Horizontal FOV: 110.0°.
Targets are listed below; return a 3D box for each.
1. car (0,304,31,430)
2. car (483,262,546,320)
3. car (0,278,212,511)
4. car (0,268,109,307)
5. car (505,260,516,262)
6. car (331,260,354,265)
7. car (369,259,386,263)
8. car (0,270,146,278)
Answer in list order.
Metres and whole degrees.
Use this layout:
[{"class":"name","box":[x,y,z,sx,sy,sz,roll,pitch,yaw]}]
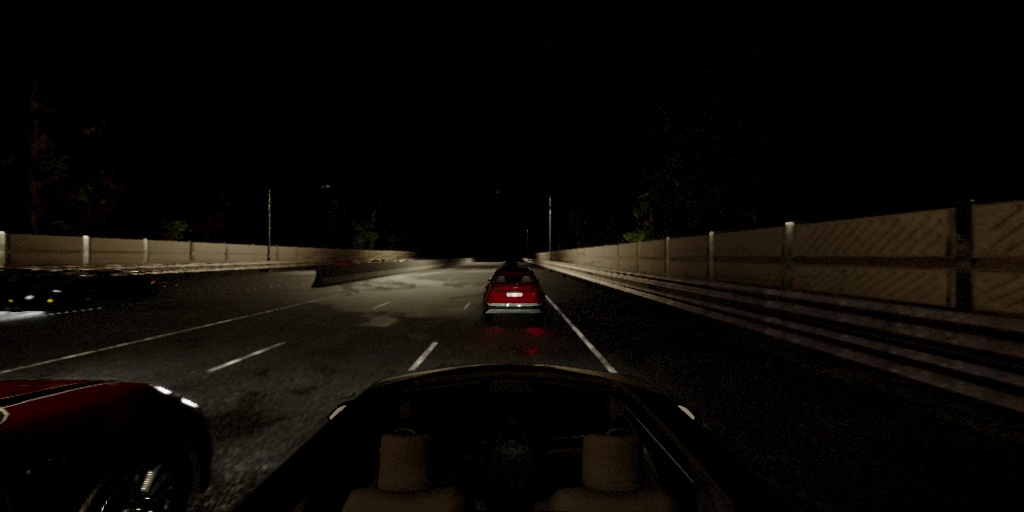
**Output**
[{"class":"car","box":[-6.901,1.298,1.703,2.033,1.411,5.357,0,0,0]},{"class":"car","box":[0.063,1.182,12.583,2.033,1.649,4.856,0,0,0]},{"class":"car","box":[-3.405,1.102,0.913,2.097,1.767,4.553,0,0,0]},{"class":"car","box":[-21.135,1.301,15.237,2.033,1.411,5.357,0,0,-1]},{"class":"car","box":[-0.195,1.263,43.111,1.837,1.490,4.892,0,0,-1]},{"class":"car","box":[-24.944,1.286,52.874,1.812,1.442,4.674,0,0,0]},{"class":"car","box":[-21.468,1.238,56.995,1.882,1.535,5.008,0,0,0]},{"class":"car","box":[-17.632,1.317,15.089,1.994,1.385,4.181,0,0,0]}]
